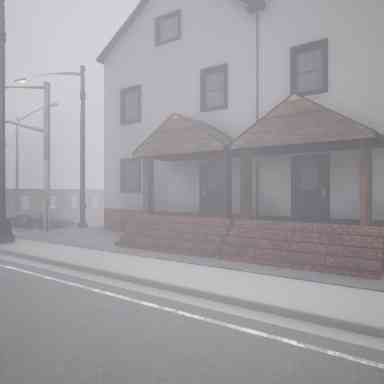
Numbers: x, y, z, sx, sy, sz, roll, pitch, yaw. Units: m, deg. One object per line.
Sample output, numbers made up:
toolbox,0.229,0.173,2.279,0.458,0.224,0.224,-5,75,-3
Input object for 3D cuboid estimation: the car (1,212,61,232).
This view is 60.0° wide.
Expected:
car,-14.074,2.655,29.325,1.994,1.385,4.181,0,-9,36

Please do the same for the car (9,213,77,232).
car,-11.500,2.461,26.555,2.128,1.511,4.902,0,-9,36
